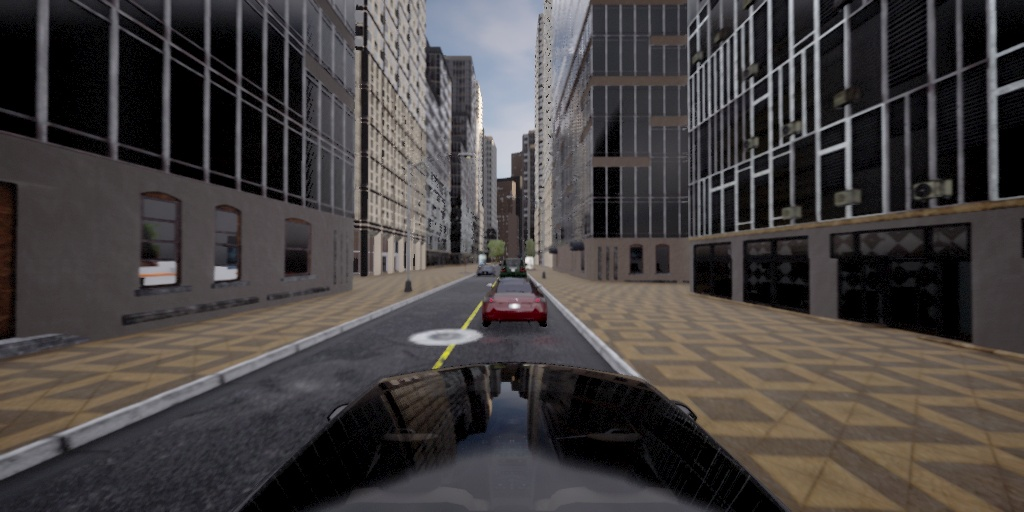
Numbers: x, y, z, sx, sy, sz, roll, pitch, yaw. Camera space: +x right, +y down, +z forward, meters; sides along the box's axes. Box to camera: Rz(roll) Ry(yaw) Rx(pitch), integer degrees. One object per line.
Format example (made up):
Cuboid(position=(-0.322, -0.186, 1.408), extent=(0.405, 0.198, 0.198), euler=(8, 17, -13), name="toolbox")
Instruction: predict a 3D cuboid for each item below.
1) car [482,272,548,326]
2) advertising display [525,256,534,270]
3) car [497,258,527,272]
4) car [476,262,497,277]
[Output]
Cuboid(position=(0.084, 1.398, 12.129), extent=(1.994, 1.385, 4.181), euler=(0, 0, 0), name="car")
Cuboid(position=(3.011, 1.286, 60.580), extent=(1.540, 2.440, 0.280), euler=(0, 0, 0), name="advertising display")
Cuboid(position=(0.095, 1.208, 30.266), extent=(2.150, 2.045, 5.566), euler=(0, 0, 0), name="car")
Cuboid(position=(-2.841, 1.632, 39.886), extent=(1.994, 1.385, 4.181), euler=(0, 0, 0), name="car")
